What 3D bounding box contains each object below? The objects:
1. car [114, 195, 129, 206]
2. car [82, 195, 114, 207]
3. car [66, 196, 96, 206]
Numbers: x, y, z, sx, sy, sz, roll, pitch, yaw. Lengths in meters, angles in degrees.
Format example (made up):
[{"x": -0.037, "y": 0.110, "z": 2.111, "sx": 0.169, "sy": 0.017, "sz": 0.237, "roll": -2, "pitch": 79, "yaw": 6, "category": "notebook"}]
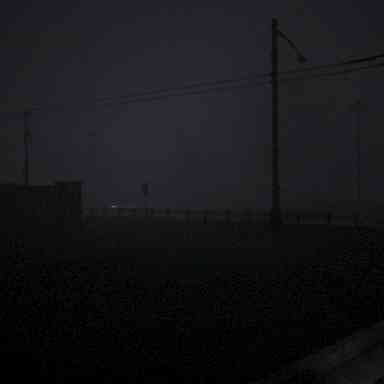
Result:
[{"x": -11.578, "y": 1.253, "z": 49.051, "sx": 4.902, "sy": 1.511, "sz": 2.128, "roll": 0, "pitch": 0, "yaw": 29, "category": "car"}, {"x": -13.388, "y": 1.366, "z": 46.054, "sx": 4.181, "sy": 1.385, "sz": 1.994, "roll": 0, "pitch": 0, "yaw": 29, "category": "car"}, {"x": -17.499, "y": 1.324, "z": 52.361, "sx": 4.674, "sy": 1.442, "sz": 1.812, "roll": 0, "pitch": 1, "yaw": 29, "category": "car"}]
